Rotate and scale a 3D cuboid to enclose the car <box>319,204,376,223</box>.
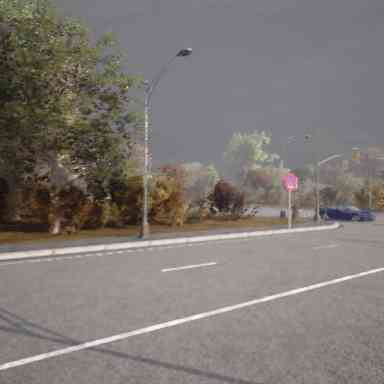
[{"bbox_3d":[13.328,1.810,28.978,1.882,1.535,5.008,1,1,-32],"label":"car"}]
